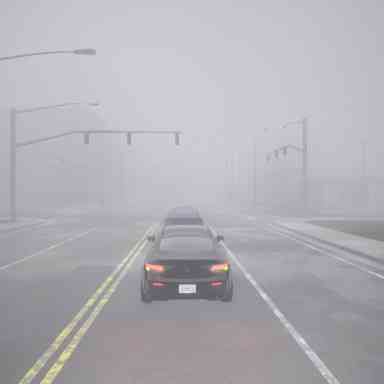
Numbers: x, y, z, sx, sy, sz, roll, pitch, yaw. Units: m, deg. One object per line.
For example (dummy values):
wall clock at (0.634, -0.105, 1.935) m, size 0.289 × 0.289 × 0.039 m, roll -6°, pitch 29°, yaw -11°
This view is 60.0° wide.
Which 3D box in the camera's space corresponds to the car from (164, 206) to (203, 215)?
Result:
car at (-0.430, 1.478, 17.160) m, size 1.882 × 1.535 × 5.008 m, roll 0°, pitch 0°, yaw -2°

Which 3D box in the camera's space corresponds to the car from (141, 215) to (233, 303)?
car at (-0.145, 1.526, 8.111) m, size 1.812 × 1.442 × 4.674 m, roll 0°, pitch 0°, yaw -2°
